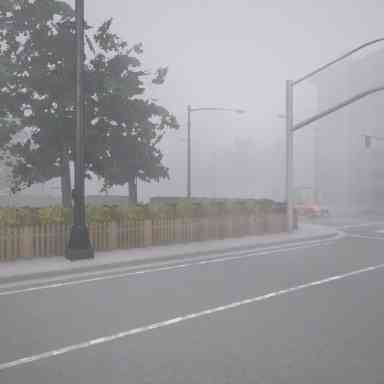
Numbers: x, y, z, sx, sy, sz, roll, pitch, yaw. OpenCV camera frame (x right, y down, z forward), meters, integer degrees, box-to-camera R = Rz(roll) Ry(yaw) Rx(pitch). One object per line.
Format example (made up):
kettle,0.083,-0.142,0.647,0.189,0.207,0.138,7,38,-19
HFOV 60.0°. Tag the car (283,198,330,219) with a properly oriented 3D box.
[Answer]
car,9.862,1.352,29.548,2.097,1.767,4.553,0,0,-35
